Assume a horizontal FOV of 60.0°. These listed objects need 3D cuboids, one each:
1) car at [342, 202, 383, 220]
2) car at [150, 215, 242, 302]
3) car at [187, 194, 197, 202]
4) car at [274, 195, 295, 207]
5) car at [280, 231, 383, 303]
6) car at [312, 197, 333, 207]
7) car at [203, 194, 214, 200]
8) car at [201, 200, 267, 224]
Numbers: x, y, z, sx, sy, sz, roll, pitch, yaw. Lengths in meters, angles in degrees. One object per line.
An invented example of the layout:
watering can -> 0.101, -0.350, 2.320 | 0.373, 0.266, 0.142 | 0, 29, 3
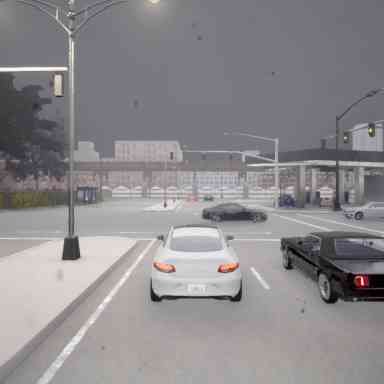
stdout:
car -> 14.898, 1.523, 27.487 | 4.674, 1.442, 1.812 | 0, 0, -1
car -> 0.085, 1.517, 8.133 | 1.812, 1.442, 4.674 | 0, 0, 0
car -> 0.026, 1.250, 72.320 | 2.097, 1.767, 4.553 | 0, 0, 0
car -> 13.229, 1.262, 47.671 | 2.242, 1.667, 4.611 | 0, 0, 0
car -> 3.590, 1.599, 8.116 | 1.895, 1.301, 4.718 | 0, 0, 0
car -> 18.973, 1.434, 48.432 | 1.970, 1.475, 3.806 | 0, 0, 0
car -> 3.526, 1.257, 72.319 | 2.097, 1.767, 4.553 | 0, 0, 0
car -> 2.979, 1.502, 23.731 | 4.674, 1.442, 1.812 | 0, 0, 0
